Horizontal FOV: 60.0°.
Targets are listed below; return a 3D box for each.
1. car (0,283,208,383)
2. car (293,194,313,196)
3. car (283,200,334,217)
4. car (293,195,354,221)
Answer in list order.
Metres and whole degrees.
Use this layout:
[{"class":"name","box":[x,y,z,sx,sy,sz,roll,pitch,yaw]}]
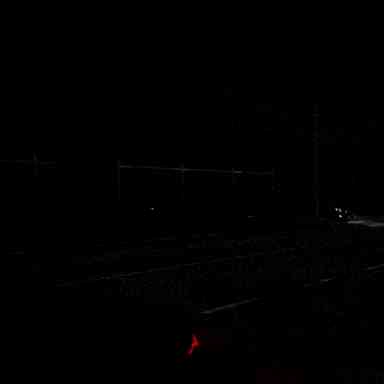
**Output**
[{"class":"car","box":[-1.905,1.564,2.629,4.181,1.385,1.994,0,0,-36]},{"class":"car","box":[13.401,1.277,42.976,2.150,2.045,5.566,0,0,-36]},{"class":"car","box":[11.540,1.581,33.259,1.812,1.442,4.674,0,0,-36]},{"class":"car","box":[10.978,1.407,27.616,2.097,1.767,4.553,0,0,-31]}]
